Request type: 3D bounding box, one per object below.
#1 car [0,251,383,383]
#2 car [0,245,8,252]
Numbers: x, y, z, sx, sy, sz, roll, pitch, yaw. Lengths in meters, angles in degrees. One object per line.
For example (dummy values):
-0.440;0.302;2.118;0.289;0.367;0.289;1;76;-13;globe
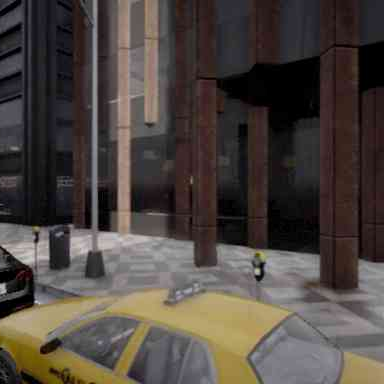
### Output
-0.281;1.521;3.165;4.829;1.417;1.752;0;0;36;car
-4.715;1.551;6.331;4.313;1.339;1.947;0;0;36;car
